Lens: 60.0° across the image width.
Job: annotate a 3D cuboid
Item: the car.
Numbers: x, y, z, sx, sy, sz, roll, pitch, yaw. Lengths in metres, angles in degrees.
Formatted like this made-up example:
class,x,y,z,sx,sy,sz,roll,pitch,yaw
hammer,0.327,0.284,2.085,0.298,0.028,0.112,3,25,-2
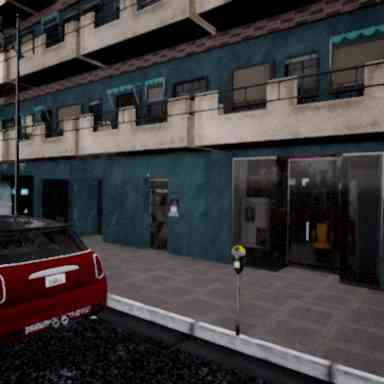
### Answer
class,x,y,z,sx,sy,sz,roll,pitch,yaw
car,-3.617,1.178,5.836,4.553,1.767,2.097,2,1,35
